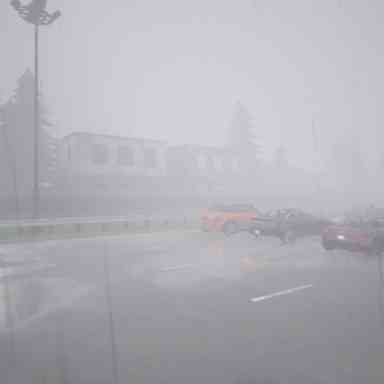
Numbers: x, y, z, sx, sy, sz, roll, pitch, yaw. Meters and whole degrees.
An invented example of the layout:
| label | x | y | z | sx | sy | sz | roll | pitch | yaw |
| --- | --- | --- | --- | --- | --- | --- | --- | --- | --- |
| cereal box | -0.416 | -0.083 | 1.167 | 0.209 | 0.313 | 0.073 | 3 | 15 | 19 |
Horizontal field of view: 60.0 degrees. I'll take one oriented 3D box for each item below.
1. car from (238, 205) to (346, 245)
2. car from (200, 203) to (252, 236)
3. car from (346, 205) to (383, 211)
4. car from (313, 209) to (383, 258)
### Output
| label | x | y | z | sx | sy | sz | roll | pitch | yaw |
| --- | --- | --- | --- | --- | --- | --- | --- | --- | --- |
| car | 4.833 | 1.526 | 15.862 | 4.902 | 1.511 | 2.128 | 0 | 0 | -35 |
| car | 2.727 | 1.385 | 18.658 | 4.553 | 1.767 | 2.097 | 0 | 0 | -35 |
| car | 14.511 | 1.672 | 27.074 | 4.718 | 1.301 | 1.895 | 0 | 0 | -35 |
| car | 7.000 | 1.599 | 13.105 | 4.181 | 1.385 | 1.994 | 0 | 0 | -35 |
